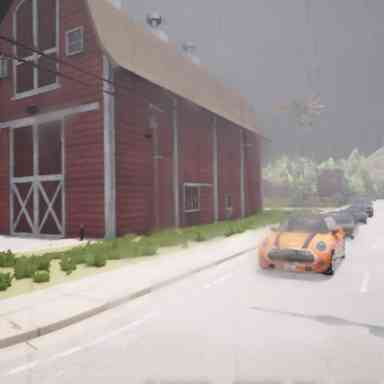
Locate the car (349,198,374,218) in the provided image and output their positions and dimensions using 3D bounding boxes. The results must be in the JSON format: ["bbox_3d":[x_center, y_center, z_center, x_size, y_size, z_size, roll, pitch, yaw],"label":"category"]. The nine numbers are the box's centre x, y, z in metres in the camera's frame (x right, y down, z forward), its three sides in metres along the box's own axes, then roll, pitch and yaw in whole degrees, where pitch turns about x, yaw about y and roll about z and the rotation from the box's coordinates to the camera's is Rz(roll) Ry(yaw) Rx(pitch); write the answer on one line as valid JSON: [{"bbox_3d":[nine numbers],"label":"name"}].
[{"bbox_3d":[18.957,1.709,37.009,2.150,2.045,5.566,-2,-1,31],"label":"car"}]

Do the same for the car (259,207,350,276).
[{"bbox_3d":[3.845,1.542,11.216,2.097,1.767,4.553,-2,-1,30],"label":"car"}]

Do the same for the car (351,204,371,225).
[{"bbox_3d":[13.673,1.948,28.028,1.994,1.385,4.181,-2,-1,30],"label":"car"}]

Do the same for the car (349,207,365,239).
[{"bbox_3d":[8.651,1.833,19.434,2.033,1.411,5.357,-2,-1,30],"label":"car"}]
